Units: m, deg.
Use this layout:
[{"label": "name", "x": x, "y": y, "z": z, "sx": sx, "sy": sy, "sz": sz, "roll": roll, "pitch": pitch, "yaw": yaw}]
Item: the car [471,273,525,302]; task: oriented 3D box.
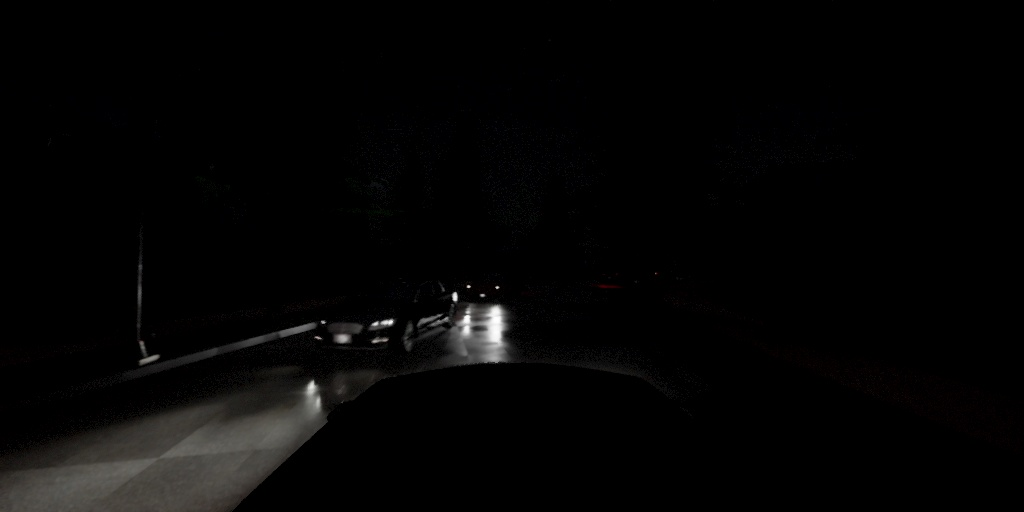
[{"label": "car", "x": -0.768, "y": 1.575, "z": 18.944, "sx": 1.895, "sy": 1.301, "sz": 4.718, "roll": 0, "pitch": -1, "yaw": 17}]

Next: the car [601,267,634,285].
[{"label": "car", "x": 9.597, "y": 1.744, "z": 32.537, "sx": 1.882, "sy": 1.535, "sz": 5.008, "roll": 0, "pitch": -1, "yaw": 32}]

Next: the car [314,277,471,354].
[{"label": "car", "x": -2.806, "y": 1.312, "z": 9.106, "sx": 2.128, "sy": 1.511, "sz": 4.902, "roll": 0, "pitch": -1, "yaw": 8}]

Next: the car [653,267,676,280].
[{"label": "car", "x": 17.389, "y": 2.025, "z": 42.197, "sx": 2.033, "sy": 1.411, "sz": 5.357, "roll": 0, "pitch": -1, "yaw": 44}]
